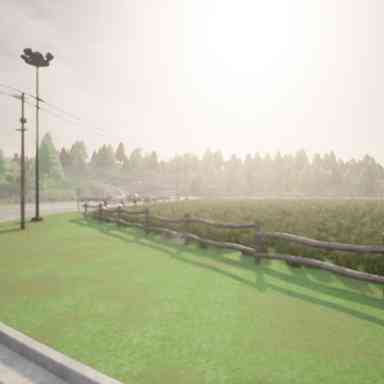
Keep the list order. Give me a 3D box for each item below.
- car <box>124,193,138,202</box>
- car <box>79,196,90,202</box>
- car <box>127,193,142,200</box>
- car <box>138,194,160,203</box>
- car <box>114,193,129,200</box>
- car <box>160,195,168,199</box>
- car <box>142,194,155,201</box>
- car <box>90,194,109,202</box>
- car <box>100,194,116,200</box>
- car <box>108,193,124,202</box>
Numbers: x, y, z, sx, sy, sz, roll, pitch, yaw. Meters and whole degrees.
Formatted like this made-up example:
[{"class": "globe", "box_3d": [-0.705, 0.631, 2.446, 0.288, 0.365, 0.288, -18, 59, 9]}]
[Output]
[{"class": "car", "box_3d": [-12.451, 1.543, 71.757, 1.895, 1.301, 4.718, 0, 0, 10]}, {"class": "car", "box_3d": [-22.865, 1.478, 73.166, 2.033, 1.411, 5.357, 0, 0, 10]}, {"class": "car", "box_3d": [-14.144, 1.136, 82.161, 2.097, 1.767, 4.553, 0, 0, 10]}, {"class": "car", "box_3d": [-9.084, 1.475, 70.701, 2.128, 1.511, 4.902, 0, 0, 10]}, {"class": "car", "box_3d": [-17.590, 1.134, 82.777, 2.097, 1.767, 4.553, 0, 0, 10]}, {"class": "car", "box_3d": [-7.243, 1.382, 80.987, 1.895, 1.301, 4.718, 0, 0, 10]}, {"class": "car", "box_3d": [-10.694, 1.284, 81.574, 1.837, 1.490, 4.892, 0, 0, 10]}, {"class": "car", "box_3d": [-19.420, 1.481, 72.550, 2.033, 1.411, 5.357, 0, 0, 10]}, {"class": "car", "box_3d": [-21.030, 1.276, 83.423, 1.837, 1.490, 4.892, 0, 0, 10]}, {"class": "car", "box_3d": [-15.885, 1.459, 72.437, 1.812, 1.442, 4.674, 0, 0, 10]}]
